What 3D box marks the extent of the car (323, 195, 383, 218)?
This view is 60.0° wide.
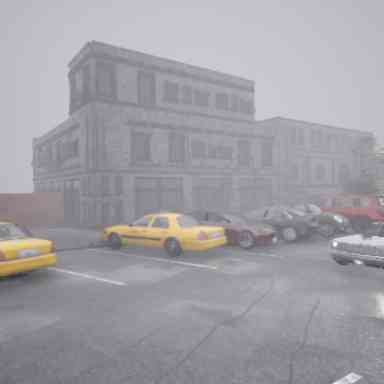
[{"bbox_3d":[8.417,1.236,19.603,5.566,2.045,2.435,-1,-1,35],"label":"car"}]

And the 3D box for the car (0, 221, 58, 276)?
[{"bbox_3d":[-6.048,1.484,9.493,5.366,1.575,1.946,-1,0,34],"label":"car"}]

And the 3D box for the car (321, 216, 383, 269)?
[{"bbox_3d":[6.326,1.598,10.331,4.718,1.301,1.895,0,0,-35],"label":"car"}]

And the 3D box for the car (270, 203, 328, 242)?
[{"bbox_3d":[3.667,1.484,16.180,4.892,1.521,2.231,-1,-1,35],"label":"car"}]

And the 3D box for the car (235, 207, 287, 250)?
[{"bbox_3d":[1.297,1.511,14.463,4.792,1.488,2.163,-1,-1,35],"label":"car"}]

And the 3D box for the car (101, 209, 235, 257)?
[{"bbox_3d":[-1.271,1.481,12.890,5.366,1.575,1.946,-1,-1,35],"label":"car"}]

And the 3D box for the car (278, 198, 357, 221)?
[{"bbox_3d":[6.031,1.358,17.914,4.553,1.767,2.185,-1,-1,35],"label":"car"}]
